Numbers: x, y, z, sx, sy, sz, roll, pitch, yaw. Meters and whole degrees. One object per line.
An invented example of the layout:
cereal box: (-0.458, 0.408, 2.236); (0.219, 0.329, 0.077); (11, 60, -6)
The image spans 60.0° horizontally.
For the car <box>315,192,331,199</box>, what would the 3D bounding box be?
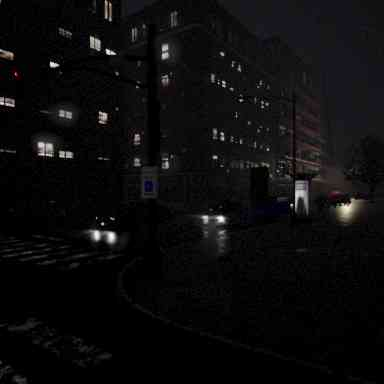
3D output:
car: (25.720, 0.620, 65.270); (1.802, 1.307, 4.206); (1, 1, 36)

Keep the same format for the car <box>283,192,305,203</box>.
car: (15.777, 0.800, 51.346); (1.752, 1.417, 4.829); (1, 1, 36)

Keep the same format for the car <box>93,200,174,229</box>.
car: (-3.343, 1.322, 20.351); (2.033, 1.411, 5.357); (0, 1, 36)

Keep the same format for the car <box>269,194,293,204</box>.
car: (12.595, 0.932, 46.891); (1.802, 1.307, 4.206); (1, 1, 36)

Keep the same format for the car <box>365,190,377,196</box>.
car: (44.238, 0.216, 82.070); (1.994, 1.385, 4.181); (0, 1, 36)

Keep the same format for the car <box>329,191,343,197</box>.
car: (32.282, 0.427, 74.458); (1.887, 1.381, 4.507); (1, 1, 36)

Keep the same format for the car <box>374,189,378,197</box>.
car: (31.993, 0.590, 60.494); (1.887, 1.381, 4.507); (1, 1, 36)

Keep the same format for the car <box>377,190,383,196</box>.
car: (45.132, 0.314, 78.893); (1.802, 1.307, 4.206); (1, 1, 36)

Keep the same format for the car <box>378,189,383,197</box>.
car: (41.848, 0.355, 74.293); (1.887, 1.381, 4.507); (1, 1, 36)

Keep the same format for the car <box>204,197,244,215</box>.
car: (2.932, 1.152, 29.134); (1.812, 1.442, 4.674); (0, 1, 36)

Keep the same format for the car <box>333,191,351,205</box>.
car: (18.854, 0.923, 42.096); (1.947, 1.339, 4.313); (1, 1, 36)

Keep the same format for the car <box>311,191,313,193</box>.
car: (14.513, 0.918, 45.233); (1.994, 1.385, 4.181); (0, 1, 36)

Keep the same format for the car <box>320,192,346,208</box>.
car: (15.570, 0.979, 37.496); (1.887, 1.381, 4.507); (1, 1, 36)

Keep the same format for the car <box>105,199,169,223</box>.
car: (-3.812, 1.282, 23.916); (1.887, 1.381, 4.507); (1, 1, 36)

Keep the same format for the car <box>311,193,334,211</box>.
car: (12.285, 1.078, 32.897); (1.947, 1.339, 4.313); (1, 1, 36)

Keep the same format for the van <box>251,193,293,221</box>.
van: (5.716, 1.008, 23.693); (1.690, 1.788, 3.998); (1, 1, 36)

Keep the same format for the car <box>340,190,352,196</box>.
car: (38.845, 0.277, 83.648); (2.008, 1.369, 4.403); (1, 1, 36)

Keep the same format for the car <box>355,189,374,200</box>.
car: (28.709, 0.563, 55.892); (1.967, 1.590, 4.097); (1, 1, 36)
